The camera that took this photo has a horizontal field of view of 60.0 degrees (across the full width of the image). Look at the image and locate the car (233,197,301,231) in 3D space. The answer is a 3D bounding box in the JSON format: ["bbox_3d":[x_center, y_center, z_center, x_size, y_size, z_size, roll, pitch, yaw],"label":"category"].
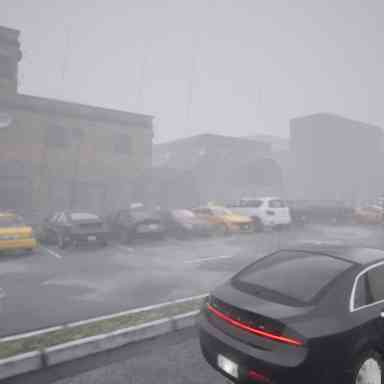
[{"bbox_3d":[3.674,1.357,21.285,2.435,2.045,5.566,1,0,-36],"label":"car"}]

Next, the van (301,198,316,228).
[{"bbox_3d":[5.864,1.407,22.963,1.878,1.987,4.442,1,0,-36],"label":"van"}]

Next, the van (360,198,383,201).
[{"bbox_3d":[17.069,1.540,30.993,1.878,1.987,4.442,1,0,-36],"label":"van"}]

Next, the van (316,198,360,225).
[{"bbox_3d":[10.344,1.457,26.174,1.878,1.987,4.442,1,0,-36],"label":"van"}]

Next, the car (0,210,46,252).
[{"bbox_3d":[-7.623,1.502,13.382,1.946,1.575,5.366,0,0,-36],"label":"car"}]

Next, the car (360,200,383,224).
[{"bbox_3d":[12.761,1.707,27.534,1.946,1.575,5.366,1,0,-36],"label":"car"}]

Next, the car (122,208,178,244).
[{"bbox_3d":[-3.051,1.573,16.467,2.163,1.488,4.792,1,0,-36],"label":"car"}]

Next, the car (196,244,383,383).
[{"bbox_3d":[2.333,1.533,4.804,4.892,1.490,1.837,0,0,-36],"label":"car"}]

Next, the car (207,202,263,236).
[{"bbox_3d":[1.445,1.585,19.660,2.097,1.535,5.008,1,0,-36],"label":"car"}]

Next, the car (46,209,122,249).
[{"bbox_3d":[-5.272,1.524,14.831,2.231,1.521,4.892,0,0,-36],"label":"car"}]

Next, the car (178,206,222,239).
[{"bbox_3d":[-0.795,1.603,18.051,2.002,1.452,4.674,1,0,-36],"label":"car"}]
